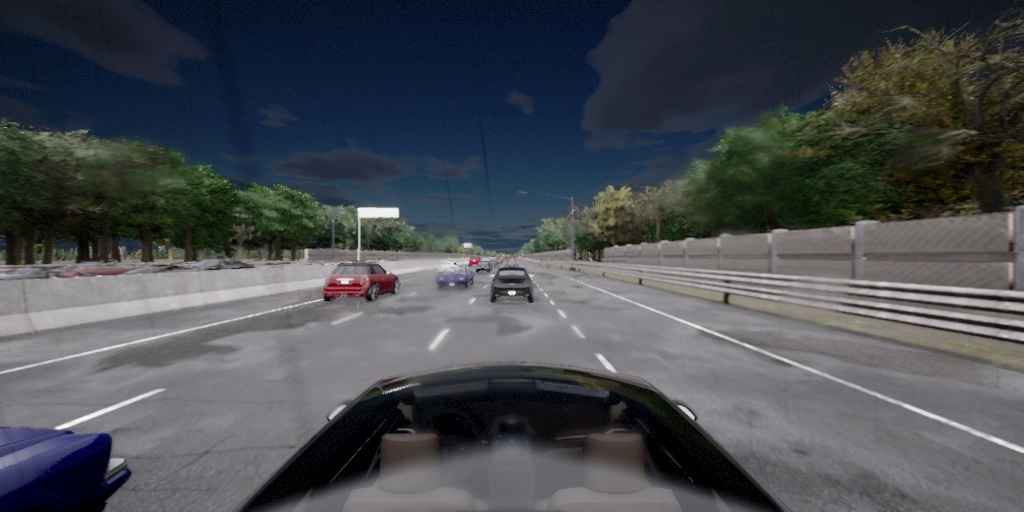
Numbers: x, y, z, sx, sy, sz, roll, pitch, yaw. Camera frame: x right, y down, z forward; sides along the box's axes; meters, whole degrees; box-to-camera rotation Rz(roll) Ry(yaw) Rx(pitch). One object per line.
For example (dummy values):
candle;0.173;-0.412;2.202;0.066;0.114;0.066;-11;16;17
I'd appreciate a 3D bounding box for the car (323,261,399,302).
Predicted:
car;-7.005;1.115;17.172;2.097;1.767;4.553;0;0;0

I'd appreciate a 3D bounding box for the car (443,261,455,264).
car;-7.002;1.313;40.161;1.812;1.442;4.674;0;0;0

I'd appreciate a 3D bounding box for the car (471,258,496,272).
car;-3.501;1.341;45.230;2.033;1.411;5.357;0;0;0

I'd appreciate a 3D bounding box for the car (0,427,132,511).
car;-3.503;1.350;0.225;1.895;1.301;4.718;0;0;0

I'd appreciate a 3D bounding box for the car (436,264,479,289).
car;-3.502;1.370;23.161;1.895;1.301;4.718;0;0;0

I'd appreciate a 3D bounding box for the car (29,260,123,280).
car;-24.502;0.934;21.100;1.994;1.385;4.181;0;0;0

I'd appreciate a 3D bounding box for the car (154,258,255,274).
car;-17.502;0.860;21.100;1.882;1.535;5.008;0;0;0

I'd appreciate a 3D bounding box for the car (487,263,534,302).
car;-0.003;1.269;17.183;1.837;1.490;4.892;0;0;0

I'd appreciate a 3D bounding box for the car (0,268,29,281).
car;-28.002;1.369;21.096;1.994;1.385;4.181;0;0;0

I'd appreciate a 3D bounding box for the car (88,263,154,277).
car;-21.002;1.309;21.096;1.837;1.490;4.892;0;0;0

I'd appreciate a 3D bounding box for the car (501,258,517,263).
car;-0.002;1.343;46.905;2.033;1.411;5.357;0;0;0
